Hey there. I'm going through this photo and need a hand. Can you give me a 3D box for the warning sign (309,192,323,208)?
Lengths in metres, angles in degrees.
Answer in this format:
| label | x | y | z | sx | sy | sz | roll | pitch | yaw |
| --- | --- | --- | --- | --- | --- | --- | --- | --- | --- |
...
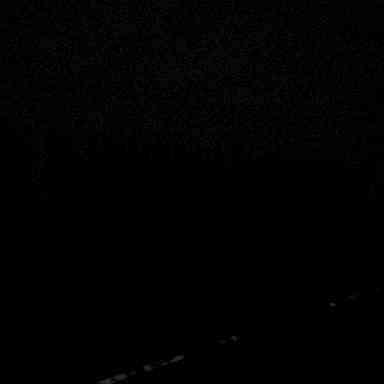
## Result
| label | x | y | z | sx | sy | sz | roll | pitch | yaw |
| --- | --- | --- | --- | --- | --- | --- | --- | --- | --- |
| warning sign | 14.903 | 0.988 | 39.887 | 1.300 | 1.860 | 1.060 | -1 | 0 | -36 |
